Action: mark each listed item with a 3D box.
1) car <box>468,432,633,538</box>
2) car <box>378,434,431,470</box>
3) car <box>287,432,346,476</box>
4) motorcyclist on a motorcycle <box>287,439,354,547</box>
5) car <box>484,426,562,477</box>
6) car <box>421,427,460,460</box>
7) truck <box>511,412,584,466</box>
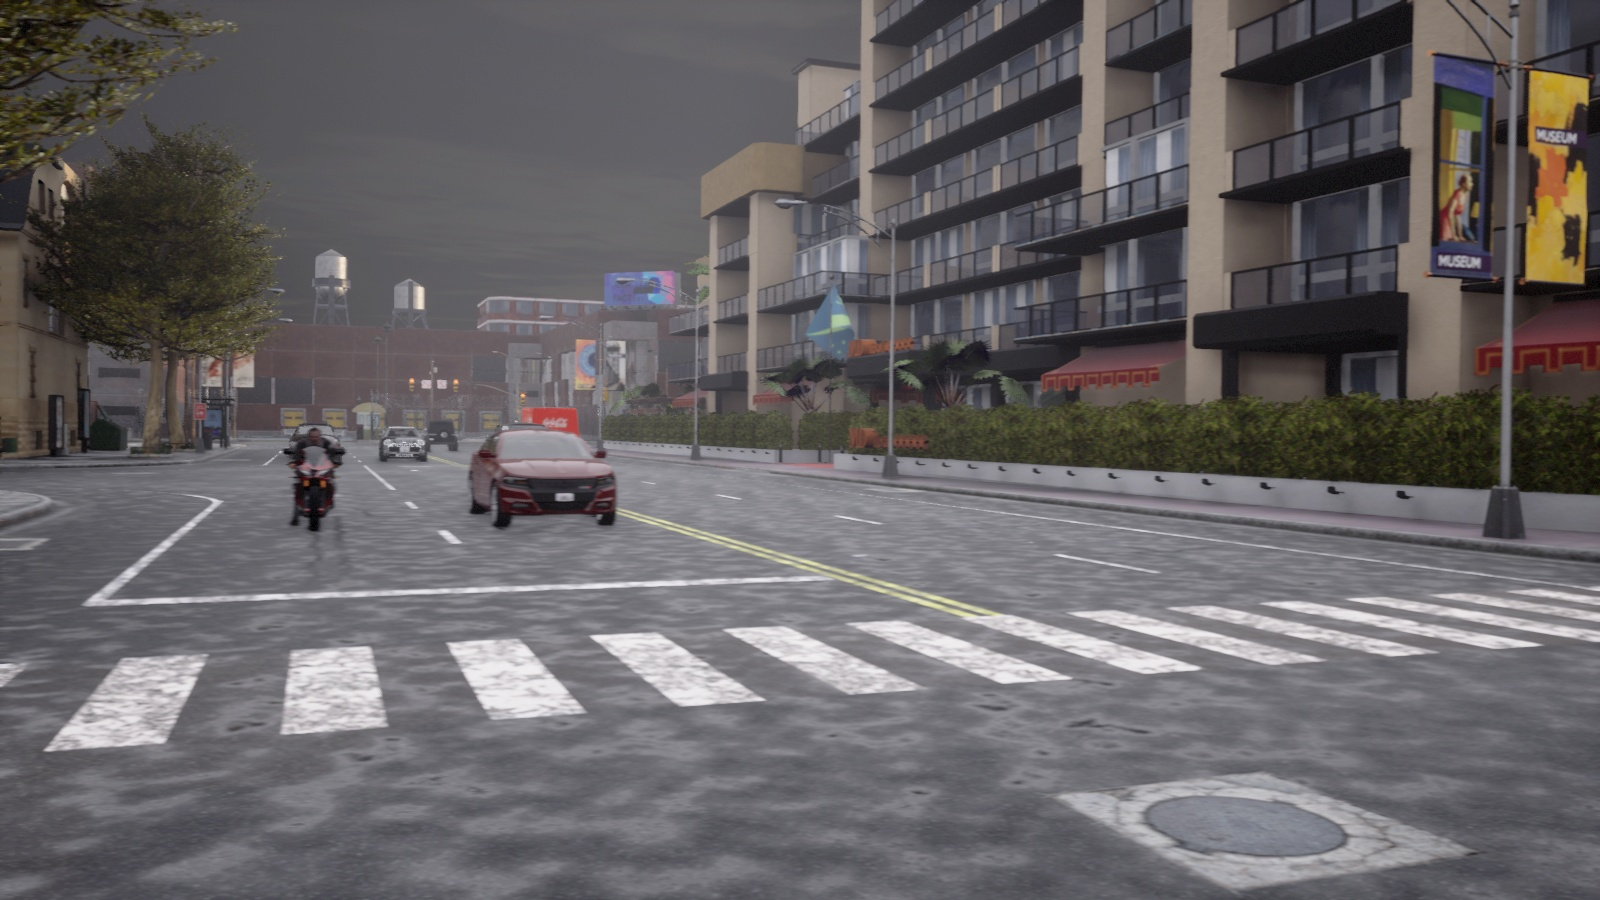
[{"bbox_3d":[-4.334,0.479,21.144,1.882,1.535,5.008,-1,1,-21],"label":"car"},{"bbox_3d":[-17.083,0.067,54.174,1.970,1.475,3.806,-1,1,-20],"label":"car"},{"bbox_3d":[-19.171,0.125,49.825,2.033,1.649,4.856,-1,1,-21],"label":"car"},{"bbox_3d":[-7.264,0.602,19.025,0.866,1.530,2.191,-1,1,-21],"label":"motorcyclist on a motorcycle"},{"bbox_3d":[-10.184,0.018,45.995,2.097,1.767,4.553,-1,1,-21],"label":"car"},{"bbox_3d":[-21.685,-0.404,75.762,1.905,1.878,3.866,-1,1,-21],"label":"car"},{"bbox_3d":[-12.394,-0.554,61.413,2.627,2.467,5.204,-1,1,-21],"label":"truck"}]
